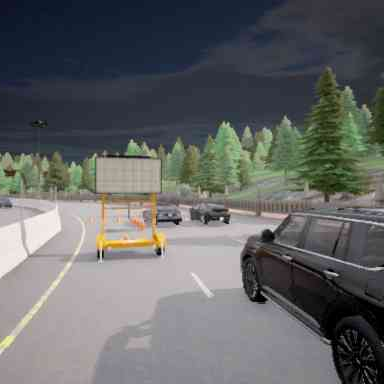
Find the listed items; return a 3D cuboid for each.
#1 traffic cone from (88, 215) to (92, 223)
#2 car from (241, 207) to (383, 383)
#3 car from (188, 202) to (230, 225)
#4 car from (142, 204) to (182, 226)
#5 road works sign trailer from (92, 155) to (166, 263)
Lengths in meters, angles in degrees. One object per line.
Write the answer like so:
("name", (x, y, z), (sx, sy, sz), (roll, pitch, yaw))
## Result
("traffic cone", (-7.428, 1.960, 24.290), (0.340, 0.580, 0.340), (0, 0, -16))
("car", (2.519, 1.224, 5.205), (2.150, 2.045, 5.566), (0, 0, -10))
("car", (1.184, 1.511, 24.354), (1.837, 1.490, 4.892), (0, 0, -18))
("car", (-2.247, 1.553, 23.778), (2.033, 1.411, 5.357), (0, 0, -19))
("road works sign trailer", (-2.332, 0.467, 12.236), (2.380, 3.560, 2.880), (0, 0, -16))
